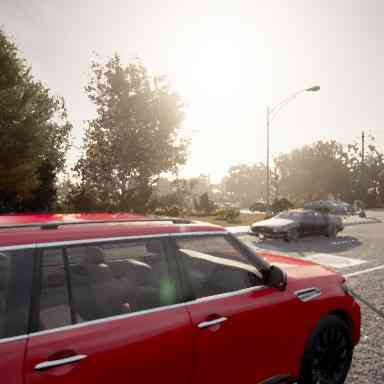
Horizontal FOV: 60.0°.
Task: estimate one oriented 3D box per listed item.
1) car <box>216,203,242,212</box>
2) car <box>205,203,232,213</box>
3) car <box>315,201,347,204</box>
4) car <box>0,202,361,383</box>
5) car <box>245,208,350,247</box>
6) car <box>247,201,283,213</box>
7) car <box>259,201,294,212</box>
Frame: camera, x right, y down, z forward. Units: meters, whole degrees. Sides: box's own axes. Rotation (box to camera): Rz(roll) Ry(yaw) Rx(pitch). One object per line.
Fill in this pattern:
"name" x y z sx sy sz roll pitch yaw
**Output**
"car" 6.239 2.659 56.525 1.837 1.490 4.892 0 -3 -32
"car" 4.163 2.556 53.239 1.837 1.490 4.892 0 -3 -32
"car" 14.625 1.724 36.480 2.128 1.511 4.902 0 -1 -32
"car" -0.545 1.222 3.367 5.566 2.045 2.150 0 0 -37
"car" 5.249 1.578 16.214 5.357 1.411 2.033 0 0 -35
"car" 9.663 2.044 44.416 1.837 1.490 4.892 0 -3 -32
"car" 11.969 2.110 47.337 1.837 1.490 4.892 0 -2 -32
